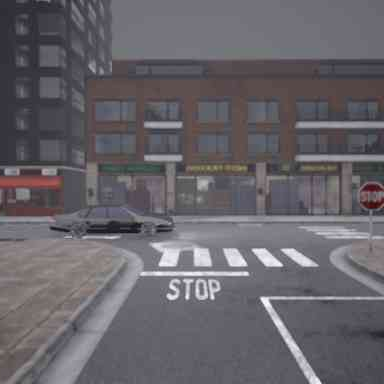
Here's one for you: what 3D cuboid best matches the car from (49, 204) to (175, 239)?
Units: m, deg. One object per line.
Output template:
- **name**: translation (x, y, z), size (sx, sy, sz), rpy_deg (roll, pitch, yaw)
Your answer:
- **car**: translation (-3.477, 1.262, 14.937), size (5.357, 1.411, 2.033), rpy_deg (0, 1, 0)
